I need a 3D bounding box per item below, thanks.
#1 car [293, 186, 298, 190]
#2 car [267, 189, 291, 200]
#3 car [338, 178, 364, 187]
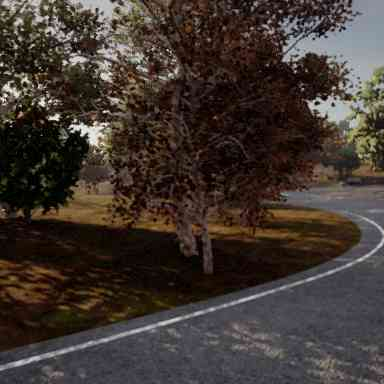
[{"bbox_3d":[16.826,-0.691,59.438,4.718,1.301,1.895,-5,3,-41],"label":"car"},{"bbox_3d":[10.363,0.278,41.098,1.837,1.490,4.892,-4,3,-5],"label":"car"},{"bbox_3d":[31.160,-1.959,65.265,4.553,1.767,2.097,-3,2,-4],"label":"car"}]
